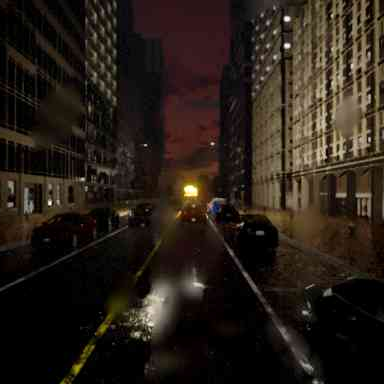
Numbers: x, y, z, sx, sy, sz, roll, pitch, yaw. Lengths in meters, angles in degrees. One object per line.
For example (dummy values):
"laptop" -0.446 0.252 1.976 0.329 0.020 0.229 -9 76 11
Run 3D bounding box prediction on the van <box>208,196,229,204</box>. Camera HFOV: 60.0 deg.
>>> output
"van" 2.709 1.555 32.335 1.690 1.788 3.998 0 0 0

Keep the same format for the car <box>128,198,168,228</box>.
"car" -3.087 1.508 23.230 2.097 1.767 4.553 0 0 0

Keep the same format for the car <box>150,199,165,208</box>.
"car" -5.661 1.900 55.116 2.008 1.369 4.403 0 0 0

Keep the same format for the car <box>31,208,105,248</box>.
"car" -5.680 1.649 15.268 1.887 1.381 4.507 0 0 0

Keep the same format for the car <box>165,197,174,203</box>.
"car" -5.647 2.072 83.578 1.947 1.339 4.313 0 0 0

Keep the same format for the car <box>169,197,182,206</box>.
"car" -2.984 1.883 65.158 1.882 1.535 5.008 0 0 1

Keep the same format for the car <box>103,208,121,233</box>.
"car" -5.678 1.708 20.960 1.947 1.339 4.313 0 0 0

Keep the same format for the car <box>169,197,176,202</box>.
"car" -5.641 2.146 94.960 1.802 1.307 4.206 0 0 0

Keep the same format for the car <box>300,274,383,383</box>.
"car" 2.695 1.593 3.872 1.947 1.339 4.313 0 0 0

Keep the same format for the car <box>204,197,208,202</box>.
"car" 2.712 1.689 38.025 1.967 1.590 4.097 0 0 0

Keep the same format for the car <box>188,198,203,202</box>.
"car" 0.120 1.773 41.416 1.837 1.490 4.892 0 -1 0

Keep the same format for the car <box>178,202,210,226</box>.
"car" 0.111 1.690 24.561 1.812 1.442 4.674 0 0 0

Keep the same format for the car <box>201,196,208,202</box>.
"car" 2.724 1.697 60.794 2.192 1.841 5.009 0 0 0

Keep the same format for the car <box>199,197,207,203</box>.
"car" 2.734 2.032 83.731 1.752 1.417 4.829 0 0 0

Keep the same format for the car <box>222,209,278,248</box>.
"car" 2.700 1.670 15.256 1.947 1.339 4.313 0 0 0

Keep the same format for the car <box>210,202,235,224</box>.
"car" 2.706 1.744 26.640 1.947 1.339 4.313 0 0 0

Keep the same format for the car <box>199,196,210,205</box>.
"car" 2.729 1.760 72.179 2.192 1.841 5.009 0 0 0

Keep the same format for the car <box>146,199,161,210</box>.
"car" -5.664 1.841 49.253 1.752 1.417 4.829 0 0 0
